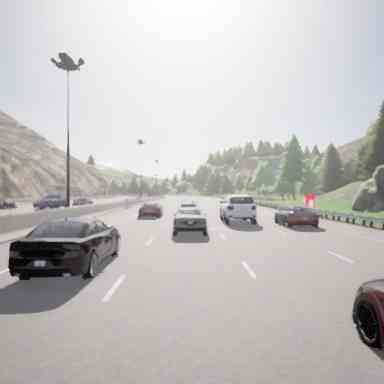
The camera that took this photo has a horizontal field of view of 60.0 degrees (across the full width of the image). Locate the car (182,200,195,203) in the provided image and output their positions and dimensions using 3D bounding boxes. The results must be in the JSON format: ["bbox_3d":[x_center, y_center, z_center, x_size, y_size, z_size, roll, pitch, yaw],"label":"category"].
[{"bbox_3d":[-0.356,1.567,37.990,2.033,1.411,5.357,0,0,-1],"label":"car"}]

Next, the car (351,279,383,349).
[{"bbox_3d":[3.524,1.558,3.603,1.994,1.385,4.181,0,0,0],"label":"car"}]

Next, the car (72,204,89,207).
[{"bbox_3d":[-14.624,1.556,44.606,1.837,1.490,4.892,0,1,-1],"label":"car"}]

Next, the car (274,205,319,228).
[{"bbox_3d":[6.841,1.560,22.184,1.994,1.385,4.181,0,0,-1],"label":"car"}]

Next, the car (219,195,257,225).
[{"bbox_3d":[3.312,1.226,24.600,2.150,2.045,5.566,0,0,-1],"label":"car"}]

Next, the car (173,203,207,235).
[{"bbox_3d":[-0.116,1.557,18.799,2.033,1.411,5.357,0,0,-1],"label":"car"}]

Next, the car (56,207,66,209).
[{"bbox_3d":[-18.119,1.282,44.017,2.150,2.045,5.566,0,0,-1],"label":"car"}]

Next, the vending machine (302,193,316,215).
[{"bbox_3d":[11.607,1.187,32.953,1.100,2.100,0.880,0,0,-1],"label":"vending machine"}]

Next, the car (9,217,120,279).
[{"bbox_3d":[-3.519,1.490,10.112,1.882,1.535,5.008,0,0,-1],"label":"car"}]

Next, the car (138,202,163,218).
[{"bbox_3d":[-3.767,1.587,30.860,1.994,1.385,4.181,0,0,-1],"label":"car"}]
